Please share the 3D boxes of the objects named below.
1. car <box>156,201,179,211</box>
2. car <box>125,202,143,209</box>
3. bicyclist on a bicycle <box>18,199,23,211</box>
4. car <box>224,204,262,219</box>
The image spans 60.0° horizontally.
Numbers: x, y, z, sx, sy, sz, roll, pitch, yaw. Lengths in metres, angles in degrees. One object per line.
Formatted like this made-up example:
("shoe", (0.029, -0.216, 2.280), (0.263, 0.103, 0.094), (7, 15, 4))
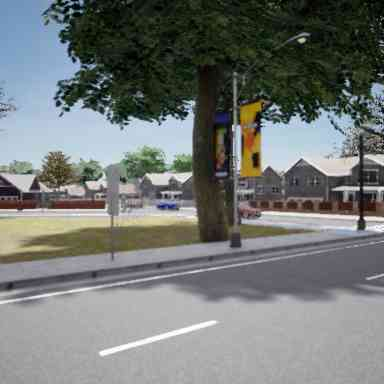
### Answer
("car", (-4.043, 2.204, 53.613), (1.882, 1.535, 5.008), (0, 0, -35))
("car", (-11.255, 2.481, 63.875), (1.895, 1.301, 4.718), (0, 0, -35))
("bicyclist on a bicycle", (-24.084, 1.839, 46.718), (0.582, 1.620, 1.656), (0, 0, -5))
("car", (5.251, 1.994, 35.481), (1.882, 1.535, 5.008), (0, -1, -35))
